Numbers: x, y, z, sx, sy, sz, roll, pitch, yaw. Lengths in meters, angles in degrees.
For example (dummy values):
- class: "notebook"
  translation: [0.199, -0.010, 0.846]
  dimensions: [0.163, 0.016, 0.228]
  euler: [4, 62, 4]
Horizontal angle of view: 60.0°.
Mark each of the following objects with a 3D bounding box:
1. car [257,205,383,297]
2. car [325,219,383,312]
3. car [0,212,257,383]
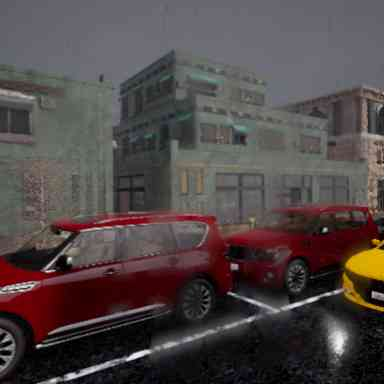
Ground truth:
- class: "car"
  translation: [2.956, 1.286, 8.674]
  dimensions: [5.009, 1.841, 2.192]
  euler: [0, 0, -35]
- class: "car"
  translation: [5.211, 1.446, 7.088]
  dimensions: [5.008, 1.535, 1.882]
  euler: [-1, 1, -35]
- class: "car"
  translation: [-1.558, 1.308, 5.455]
  dimensions: [5.009, 1.841, 2.192]
  euler: [0, 0, -36]
